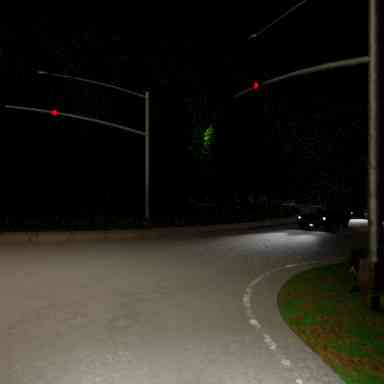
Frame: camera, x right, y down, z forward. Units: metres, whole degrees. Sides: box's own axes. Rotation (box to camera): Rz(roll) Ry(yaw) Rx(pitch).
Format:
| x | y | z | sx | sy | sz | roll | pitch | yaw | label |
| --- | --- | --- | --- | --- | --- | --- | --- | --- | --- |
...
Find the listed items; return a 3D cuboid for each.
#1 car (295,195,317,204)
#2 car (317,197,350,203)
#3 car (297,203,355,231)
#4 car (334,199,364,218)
| x | y | z | sx | sy | sz | roll | pitch | yaw | label |
| --- | --- | --- | --- | --- | --- | --- | --- | --- | --- |
| 19.506 | 1.341 | 56.392 | 2.097 | 1.767 | 4.553 | 0 | 0 | -16 | car |
| 16.535 | 1.489 | 39.038 | 1.837 | 1.490 | 4.892 | 0 | 0 | 8 | car |
| 8.318 | 1.580 | 20.784 | 1.895 | 1.301 | 4.718 | 0 | 0 | 42 | car |
| 13.821 | 1.545 | 29.118 | 1.994 | 1.385 | 4.181 | 0 | 0 | 22 | car |
